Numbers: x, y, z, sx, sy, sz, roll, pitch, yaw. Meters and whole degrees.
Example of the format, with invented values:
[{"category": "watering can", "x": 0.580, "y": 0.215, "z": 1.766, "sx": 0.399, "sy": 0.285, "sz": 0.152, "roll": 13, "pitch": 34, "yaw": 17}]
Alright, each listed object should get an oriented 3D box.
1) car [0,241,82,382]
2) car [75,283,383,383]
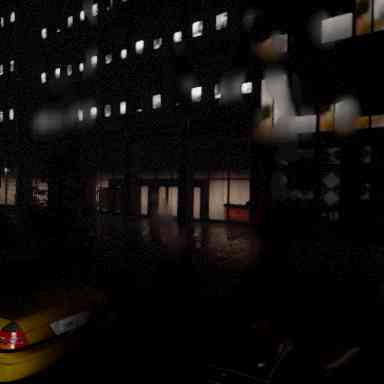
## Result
[{"category": "car", "x": -3.283, "y": 1.458, "z": 5.210, "sx": 4.829, "sy": 1.417, "sz": 1.752, "roll": 1, "pitch": 1, "yaw": 36}, {"category": "car", "x": 1.481, "y": 1.443, "z": 1.808, "sx": 4.097, "sy": 1.590, "sz": 1.967, "roll": 1, "pitch": 1, "yaw": 36}]
